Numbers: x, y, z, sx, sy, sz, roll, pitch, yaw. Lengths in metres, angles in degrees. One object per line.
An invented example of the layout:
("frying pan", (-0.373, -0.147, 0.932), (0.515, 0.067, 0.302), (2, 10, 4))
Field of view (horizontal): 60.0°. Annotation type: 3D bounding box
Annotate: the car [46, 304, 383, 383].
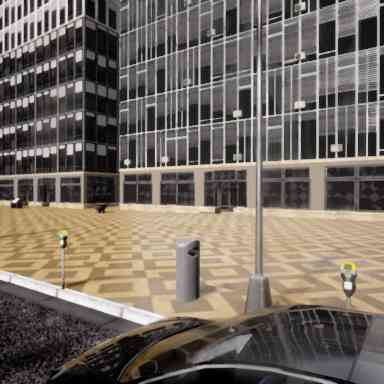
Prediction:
("car", (0.735, 1.566, 2.345), (4.313, 1.339, 1.947), (0, 0, 35))
